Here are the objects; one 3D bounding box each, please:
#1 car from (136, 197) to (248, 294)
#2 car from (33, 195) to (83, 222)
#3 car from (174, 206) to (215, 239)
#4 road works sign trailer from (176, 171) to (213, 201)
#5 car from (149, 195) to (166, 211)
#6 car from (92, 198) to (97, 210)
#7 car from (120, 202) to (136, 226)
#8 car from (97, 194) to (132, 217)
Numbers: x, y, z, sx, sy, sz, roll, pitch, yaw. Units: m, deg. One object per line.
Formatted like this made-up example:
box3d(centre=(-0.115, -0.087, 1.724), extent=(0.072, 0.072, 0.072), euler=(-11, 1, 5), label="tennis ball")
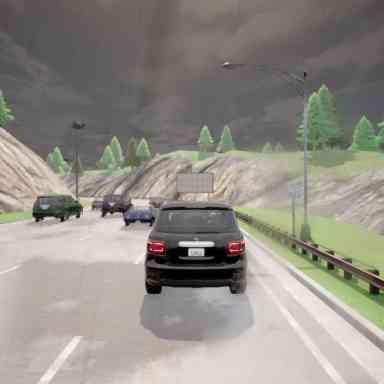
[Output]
box3d(centre=(0.088, 1.221, 8.909), extent=(2.150, 2.045, 5.566), euler=(0, 0, 0), label="car")
box3d(centre=(-10.447, 1.223, 26.239), extent=(2.150, 2.045, 5.566), euler=(0, 0, -1), label="car")
box3d(centre=(0.102, 1.558, 18.125), extent=(1.994, 1.385, 4.181), euler=(0, 0, 0), label="car")
box3d(centre=(0.190, 0.464, 21.622), extent=(2.380, 3.560, 2.880), euler=(0, 0, 0), label="road works sign trailer")
box3d(centre=(-4.413, 1.353, 42.221), extent=(2.097, 1.767, 4.553), euler=(0, 0, -6), label="car")
box3d(centre=(-11.407, 1.491, 41.977), extent=(2.128, 1.511, 4.902), euler=(0, 0, -7), label="car")
box3d(centre=(-3.432, 1.601, 23.280), extent=(1.895, 1.301, 4.718), euler=(0, 0, 0), label="car")
box3d(centre=(-7.084, 1.222, 31.682), extent=(2.150, 2.045, 5.566), euler=(0, 0, -2), label="car")
